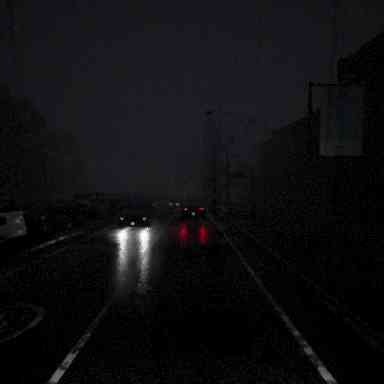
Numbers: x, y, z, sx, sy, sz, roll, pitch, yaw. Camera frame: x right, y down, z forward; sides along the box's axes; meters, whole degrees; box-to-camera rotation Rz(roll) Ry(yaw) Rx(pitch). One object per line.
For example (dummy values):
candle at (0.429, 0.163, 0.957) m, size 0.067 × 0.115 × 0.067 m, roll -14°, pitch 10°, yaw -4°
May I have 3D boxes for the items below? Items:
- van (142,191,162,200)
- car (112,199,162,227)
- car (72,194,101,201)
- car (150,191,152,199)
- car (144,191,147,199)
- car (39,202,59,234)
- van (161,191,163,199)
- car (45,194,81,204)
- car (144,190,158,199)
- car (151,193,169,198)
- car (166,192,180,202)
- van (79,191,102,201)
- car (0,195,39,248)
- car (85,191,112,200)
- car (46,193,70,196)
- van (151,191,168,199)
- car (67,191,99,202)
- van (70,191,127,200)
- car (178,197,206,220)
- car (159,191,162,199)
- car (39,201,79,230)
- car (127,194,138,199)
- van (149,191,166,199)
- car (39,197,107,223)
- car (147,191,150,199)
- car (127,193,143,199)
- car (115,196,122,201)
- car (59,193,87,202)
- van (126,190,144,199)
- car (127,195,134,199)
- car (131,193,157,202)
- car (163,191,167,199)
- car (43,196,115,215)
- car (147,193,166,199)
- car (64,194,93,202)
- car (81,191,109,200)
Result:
van at (-9.074, 0.866, 76.299) m, size 4.442 × 1.987 × 1.878 m, roll 0°, pitch 0°, yaw 0°
car at (-3.352, 1.396, 21.460) m, size 2.033 × 1.411 × 5.357 m, roll 0°, pitch 0°, yaw 0°
car at (-22.214, 1.114, 70.140) m, size 5.366 × 1.575 × 1.946 m, roll 0°, pitch 0°, yaw 0°
car at (-8.889, 1.068, 51.072) m, size 4.553 × 1.767 × 2.185 m, roll 0°, pitch 0°, yaw 0°
car at (-8.943, 1.091, 45.465) m, size 4.553 × 1.767 × 2.185 m, roll 0°, pitch 0°, yaw 0°
car at (-8.861, 1.359, 14.637) m, size 4.892 × 1.521 × 2.231 m, roll 0°, pitch 0°, yaw 0°
van at (-9.066, 0.889, 70.694) m, size 4.442 × 1.987 × 1.878 m, roll 0°, pitch 0°, yaw 0°
car at (-21.822, 1.170, 56.261) m, size 5.366 × 1.575 × 1.946 m, roll 0°, pitch 0°, yaw 0°
car at (-8.896, 0.931, 53.874) m, size 5.566 × 2.045 × 2.435 m, roll 0°, pitch 0°, yaw 0°
car at (-8.978, 0.945, 93.130) m, size 5.008 × 1.535 × 2.097 m, roll 0°, pitch 1°, yaw 0°
car at (-3.275, 1.209, 63.383) m, size 2.033 × 1.411 × 5.357 m, roll 0°, pitch 0°, yaw 1°
van at (-22.149, 0.880, 72.913) m, size 4.442 × 1.987 × 1.878 m, roll 0°, pitch 0°, yaw 0°
car at (-8.889, 1.127, 11.828) m, size 5.566 × 2.045 × 2.435 m, roll 0°, pitch 0°, yaw 0°
car at (-22.012, 0.827, 78.466) m, size 5.566 × 2.045 × 2.435 m, roll 0°, pitch 0°, yaw 0°
car at (-22.009, 1.185, 53.484) m, size 4.892 × 1.521 × 2.231 m, roll 0°, pitch 0°, yaw 0°
van at (-8.862, 0.751, 90.321) m, size 4.442 × 1.987 × 1.878 m, roll 0°, pitch 1°, yaw 0°
car at (-22.053, 0.877, 67.363) m, size 5.566 × 2.045 × 2.435 m, roll 0°, pitch 0°, yaw 0°
van at (-8.774, 1.047, 31.449) m, size 4.442 × 1.987 × 1.878 m, roll 0°, pitch 0°, yaw 0°
car at (0.098, 1.352, 25.842) m, size 1.812 × 1.442 × 4.674 m, roll 0°, pitch 0°, yaw 0°
car at (-8.934, 1.138, 65.088) m, size 4.892 × 1.521 × 2.231 m, roll 0°, pitch 0°, yaw 0°
car at (-8.840, 1.369, 17.435) m, size 4.792 × 1.488 × 2.163 m, roll 0°, pitch 0°, yaw 0°
car at (-8.869, 1.280, 37.056) m, size 4.792 × 1.488 × 2.163 m, roll 0°, pitch 0°, yaw 0°
van at (-9.091, 0.780, 87.519) m, size 4.442 × 1.987 × 1.878 m, roll 0°, pitch 1°, yaw 0°
car at (-8.872, 1.308, 23.043) m, size 5.008 × 1.535 × 2.097 m, roll 0°, pitch 0°, yaw 0°
car at (-8.884, 1.079, 48.268) m, size 4.553 × 1.767 × 2.185 m, roll 0°, pitch 0°, yaw 0°
car at (-8.898, 1.239, 39.859) m, size 5.008 × 1.535 × 2.097 m, roll 0°, pitch 0°, yaw 0°
car at (-8.915, 1.314, 28.646) m, size 4.792 × 1.488 × 2.163 m, roll 0°, pitch 0°, yaw 0°
car at (-22.047, 1.025, 61.810) m, size 4.553 × 1.767 × 2.185 m, roll 0°, pitch 0°, yaw 0°
van at (-8.790, 1.002, 42.662) m, size 4.442 × 1.987 × 1.878 m, roll 0°, pitch 0°, yaw 0°
car at (-8.865, 1.291, 34.253) m, size 4.792 × 1.488 × 2.163 m, roll 0°, pitch 0°, yaw 0°
car at (-8.968, 1.023, 62.285) m, size 4.553 × 1.767 × 2.185 m, roll 0°, pitch 0°, yaw 0°
car at (-8.925, 0.852, 73.498) m, size 5.566 × 2.045 × 2.435 m, roll 0°, pitch 0°, yaw 0°
car at (-9.067, 1.292, 25.842) m, size 5.366 × 1.575 × 1.946 m, roll 0°, pitch 0°, yaw 0°
car at (-9.000, 1.063, 84.719) m, size 4.792 × 1.488 × 2.163 m, roll 0°, pitch 1°, yaw 0°
car at (-21.991, 1.169, 64.588) m, size 4.792 × 1.488 × 2.163 m, roll 0°, pitch 0°, yaw 0°
car at (-22.065, 0.843, 75.689) m, size 5.566 × 2.045 × 2.435 m, roll 0°, pitch 0°, yaw 0°
